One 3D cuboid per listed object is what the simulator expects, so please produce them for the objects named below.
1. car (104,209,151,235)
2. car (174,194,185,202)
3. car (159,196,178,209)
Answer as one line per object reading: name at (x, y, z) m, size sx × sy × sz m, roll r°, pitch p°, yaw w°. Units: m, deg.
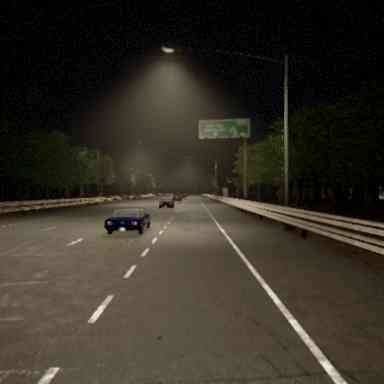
car at (-3.481, 1.599, 18.898) m, size 1.895 × 1.301 × 4.718 m, roll 0°, pitch 0°, yaw 0°
car at (-3.311, 1.313, 75.051) m, size 2.097 × 1.767 × 4.553 m, roll 0°, pitch 0°, yaw 0°
car at (-3.404, 1.579, 45.887) m, size 1.895 × 1.301 × 4.718 m, roll 0°, pitch 0°, yaw 0°
